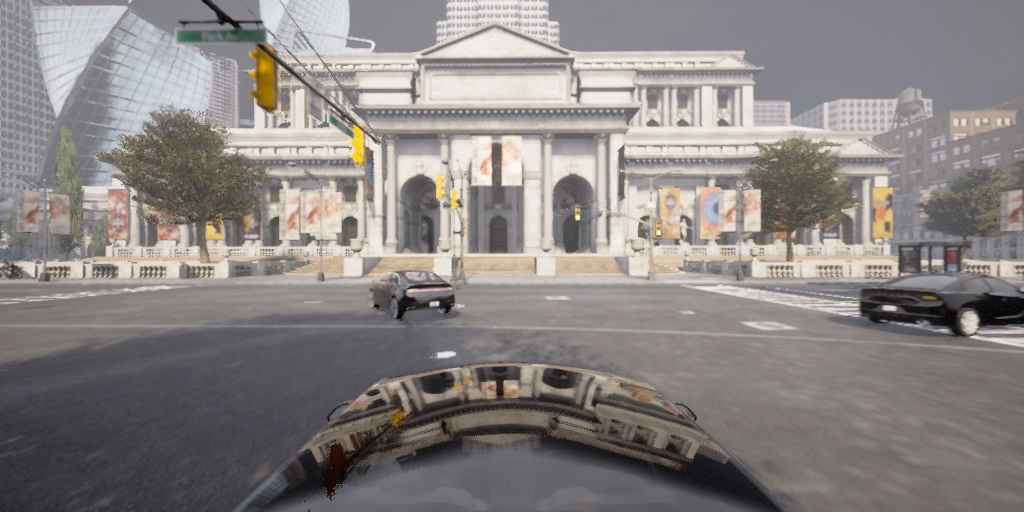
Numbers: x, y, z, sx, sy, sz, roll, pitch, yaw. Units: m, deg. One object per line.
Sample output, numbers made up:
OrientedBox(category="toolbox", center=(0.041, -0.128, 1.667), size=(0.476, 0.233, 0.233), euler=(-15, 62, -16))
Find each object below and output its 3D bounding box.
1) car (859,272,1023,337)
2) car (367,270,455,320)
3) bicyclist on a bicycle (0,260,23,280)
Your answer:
OrientedBox(category="car", center=(12.231, 1.200, 9.893), size=(5.008, 1.535, 1.882), euler=(0, -1, -13))
OrientedBox(category="car", center=(-3.749, 1.242, 12.853), size=(2.128, 1.511, 4.902), euler=(0, 0, -35))
OrientedBox(category="bicyclist on a bicycle", center=(-40.257, 1.113, 28.677), size=(0.582, 1.620, 1.656), euler=(0, 0, 0))
